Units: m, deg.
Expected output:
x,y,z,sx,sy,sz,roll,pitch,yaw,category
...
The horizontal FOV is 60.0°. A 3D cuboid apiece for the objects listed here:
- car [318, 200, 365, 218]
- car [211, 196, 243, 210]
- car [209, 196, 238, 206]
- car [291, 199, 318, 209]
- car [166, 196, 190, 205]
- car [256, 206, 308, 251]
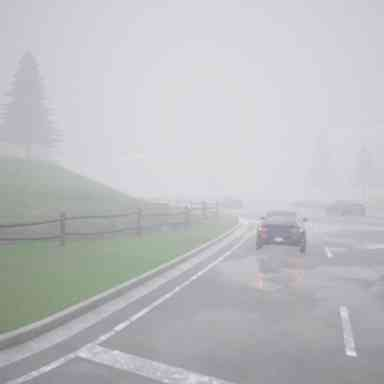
x,y,z,sx,sy,sz,roll,pitch,yaw,category
13.608,1.481,29.895,2.128,1.511,4.902,0,0,-1,car
4.628,1.482,41.891,2.128,1.511,4.902,0,0,-18,car
5.240,1.464,56.055,1.882,1.535,5.008,1,-1,-36,car
15.156,1.588,43.858,1.895,1.301,4.718,0,0,-18,car
-2.599,1.464,59.830,5.008,1.535,1.882,-1,-1,43,car
3.818,1.522,14.029,1.812,1.442,4.674,0,0,18,car
